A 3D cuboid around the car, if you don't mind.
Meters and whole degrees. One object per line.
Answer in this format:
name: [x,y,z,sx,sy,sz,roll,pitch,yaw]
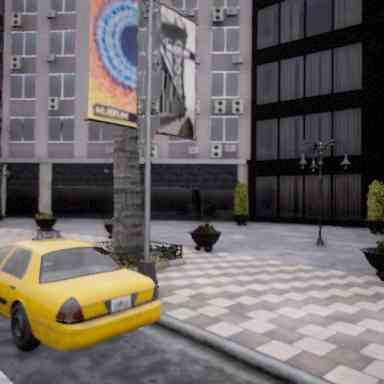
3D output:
car: [-2.888,1.523,6.341,5.366,1.575,1.801,0,-1,42]
